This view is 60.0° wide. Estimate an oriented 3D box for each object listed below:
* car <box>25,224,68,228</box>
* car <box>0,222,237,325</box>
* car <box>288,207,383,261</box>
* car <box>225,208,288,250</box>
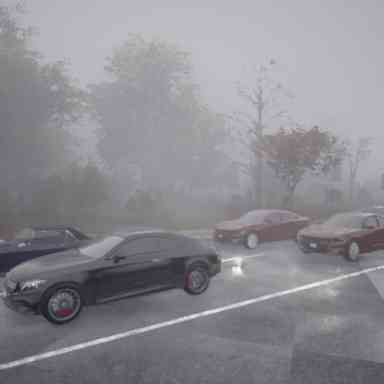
[{"bbox_3d":[-4.454,1.608,9.400,4.718,1.301,1.895,0,0,-35],"label":"car"},{"bbox_3d":[-1.419,1.538,7.266,4.674,1.442,1.812,0,0,-36],"label":"car"},{"bbox_3d":[6.111,1.522,12.590,5.008,1.535,1.882,0,0,-35],"label":"car"},{"bbox_3d":[3.198,1.520,14.819,5.008,1.535,1.882,0,0,-35],"label":"car"}]
